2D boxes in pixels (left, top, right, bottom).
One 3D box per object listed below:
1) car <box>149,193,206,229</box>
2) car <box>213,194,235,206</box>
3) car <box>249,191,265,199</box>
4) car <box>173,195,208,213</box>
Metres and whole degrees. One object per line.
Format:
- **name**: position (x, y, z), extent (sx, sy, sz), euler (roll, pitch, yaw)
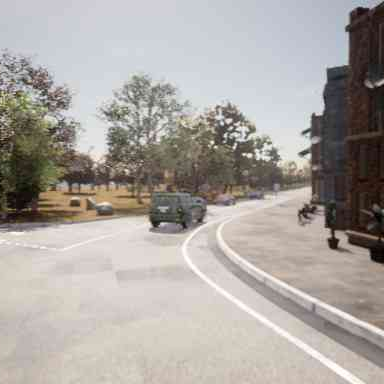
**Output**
- **car**: position (-0.808, 1.072, 20.863), extent (2.150, 2.045, 5.566), euler (0, 1, 17)
- **car**: position (4.223, 0.975, 42.494), extent (1.812, 1.442, 4.674), euler (0, 1, 23)
- **car**: position (11.697, 0.524, 59.682), extent (2.033, 1.411, 5.357), euler (0, 2, 24)
- **car**: position (-0.025, 1.159, 32.502), extent (1.812, 1.442, 4.674), euler (-2, 1, 21)
